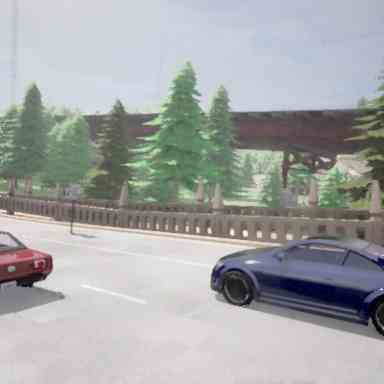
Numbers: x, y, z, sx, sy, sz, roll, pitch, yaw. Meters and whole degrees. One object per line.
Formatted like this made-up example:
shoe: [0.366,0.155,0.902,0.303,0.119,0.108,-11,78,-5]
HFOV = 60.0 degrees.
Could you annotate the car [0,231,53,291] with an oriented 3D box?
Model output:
car: [-5.418,1.550,7.861,4.718,1.301,1.895,0,0,36]

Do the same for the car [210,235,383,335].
car: [2.451,1.554,6.544,4.181,1.385,1.994,0,0,36]
